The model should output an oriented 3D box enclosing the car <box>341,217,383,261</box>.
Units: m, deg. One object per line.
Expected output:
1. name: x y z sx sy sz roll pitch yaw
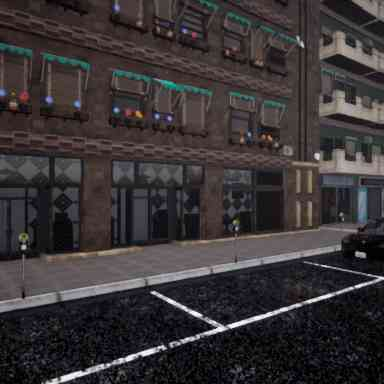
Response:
1. car: 6.976 1.565 11.518 4.313 1.339 1.947 0 0 -35
